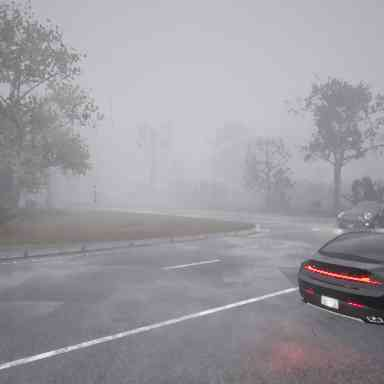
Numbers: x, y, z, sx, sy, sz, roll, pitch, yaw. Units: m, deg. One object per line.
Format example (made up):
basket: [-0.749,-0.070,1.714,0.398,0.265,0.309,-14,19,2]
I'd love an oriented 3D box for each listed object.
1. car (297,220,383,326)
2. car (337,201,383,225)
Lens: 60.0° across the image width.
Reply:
car: [4.172,1.505,6.694,4.892,1.490,1.837,0,0,-35]
car: [10.876,1.351,20.240,4.553,1.767,2.097,0,0,-35]
